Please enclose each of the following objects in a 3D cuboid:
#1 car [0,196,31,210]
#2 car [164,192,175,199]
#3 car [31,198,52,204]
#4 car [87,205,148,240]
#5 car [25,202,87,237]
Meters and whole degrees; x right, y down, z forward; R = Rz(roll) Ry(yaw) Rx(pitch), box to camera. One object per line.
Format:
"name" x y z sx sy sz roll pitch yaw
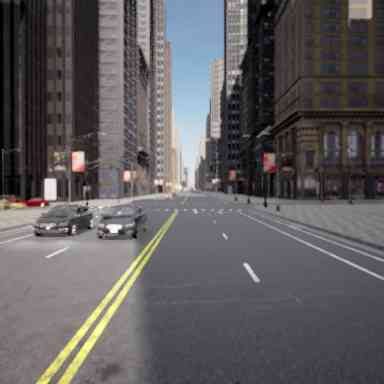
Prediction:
"car" -23.844 1.639 42.779 4.829 1.417 1.752 -1 1 0
"car" -6.504 0.998 90.753 1.882 1.535 5.008 0 0 0
"car" -23.984 1.584 51.307 4.507 1.381 1.887 -1 1 0
"car" -3.347 1.413 16.743 2.128 1.511 4.902 0 0 0
"car" -6.596 1.423 17.639 1.837 1.490 4.892 0 0 0
